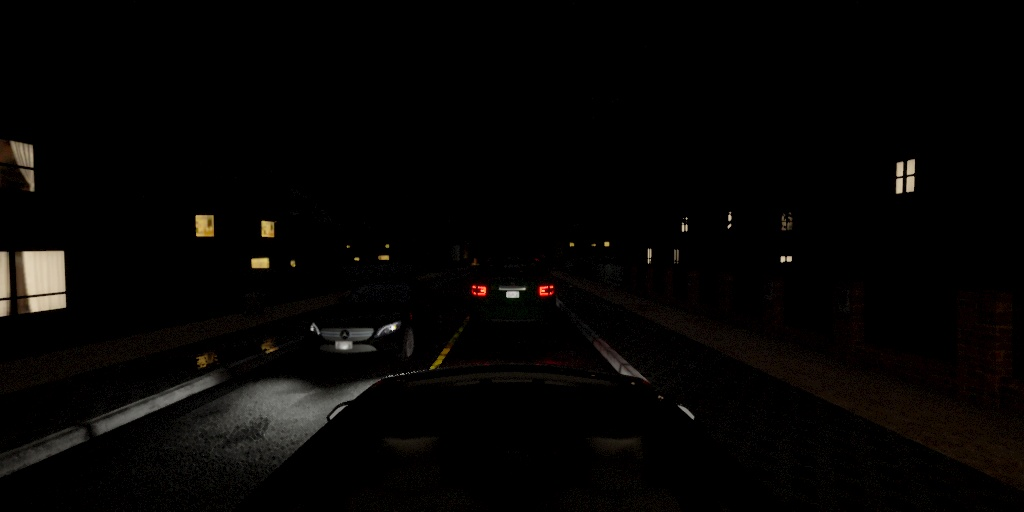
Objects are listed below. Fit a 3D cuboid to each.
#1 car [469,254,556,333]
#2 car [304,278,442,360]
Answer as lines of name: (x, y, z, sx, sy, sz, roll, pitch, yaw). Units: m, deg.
car: (0.032, 0.970, 10.814, 2.150, 2.045, 5.566, 0, 0, 0)
car: (-2.867, 1.274, 8.451, 1.812, 1.442, 4.674, 0, 0, 0)
